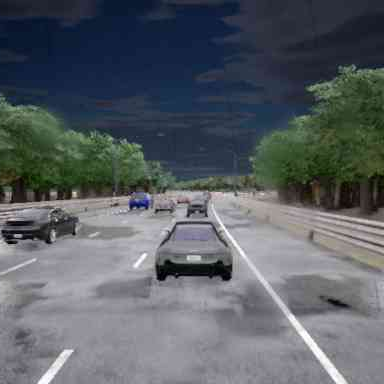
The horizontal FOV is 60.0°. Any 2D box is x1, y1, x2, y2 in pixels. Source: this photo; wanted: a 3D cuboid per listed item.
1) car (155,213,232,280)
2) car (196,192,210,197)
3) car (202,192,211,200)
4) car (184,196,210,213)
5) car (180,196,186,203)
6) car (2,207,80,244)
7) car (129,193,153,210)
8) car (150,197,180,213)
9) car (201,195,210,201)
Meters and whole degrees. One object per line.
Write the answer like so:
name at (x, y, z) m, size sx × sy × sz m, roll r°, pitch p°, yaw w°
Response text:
car at (0.066, 1.554, 9.974) m, size 1.994 × 1.385 × 4.181 m, roll 0°, pitch 0°, yaw 1°
car at (1.239, 1.249, 48.660) m, size 2.097 × 1.767 × 4.553 m, roll 0°, pitch 0°, yaw 3°
car at (3.949, 0.924, 89.354) m, size 2.150 × 2.045 × 5.566 m, roll 0°, pitch 0°, yaw 4°
car at (0.511, 1.450, 30.860) m, size 1.837 × 1.490 × 4.892 m, roll 0°, pitch 0°, yaw 2°
car at (-1.625, 1.420, 58.561) m, size 1.994 × 1.385 × 4.181 m, roll 0°, pitch 0°, yaw 4°
car at (-6.787, 1.477, 15.502) m, size 1.837 × 1.490 × 4.892 m, roll 0°, pitch 0°, yaw 1°
car at (-6.099, 1.133, 40.511) m, size 2.150 × 2.045 × 5.566 m, roll 0°, pitch 0°, yaw 3°
car at (-2.750, 1.477, 35.267) m, size 2.033 × 1.411 × 5.357 m, roll 0°, pitch 0°, yaw 2°
car at (3.145, 1.356, 78.474) m, size 1.895 × 1.301 × 4.718 m, roll 0°, pitch 0°, yaw 4°
